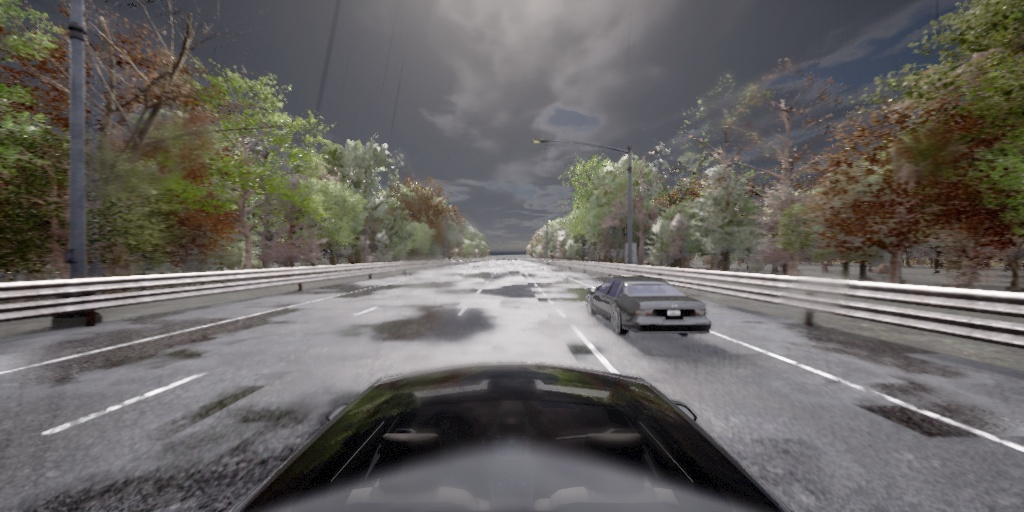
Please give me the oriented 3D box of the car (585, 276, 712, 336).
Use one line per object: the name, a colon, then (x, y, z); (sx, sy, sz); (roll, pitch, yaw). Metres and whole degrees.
car: (3.515, 1.294, 10.361); (2.033, 1.411, 5.357); (0, 0, -1)
